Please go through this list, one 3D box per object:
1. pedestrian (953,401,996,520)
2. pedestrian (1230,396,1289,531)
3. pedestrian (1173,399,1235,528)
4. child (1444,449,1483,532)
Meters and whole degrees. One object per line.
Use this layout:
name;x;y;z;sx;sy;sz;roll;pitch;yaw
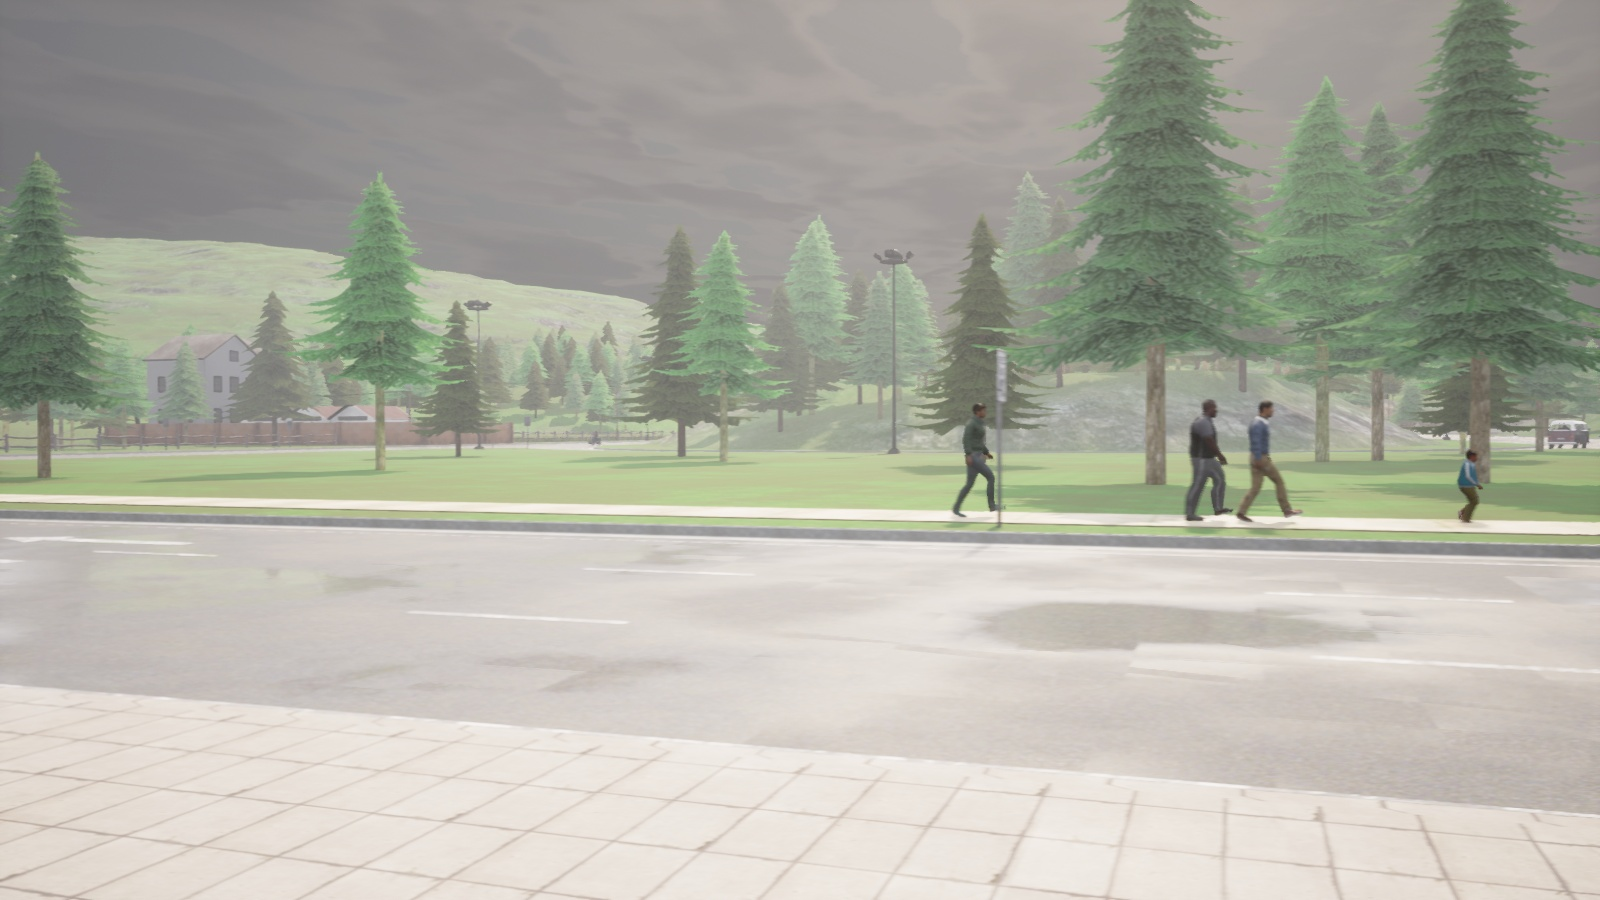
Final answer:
pedestrian;2.754;0.158;19.819;0.614;1.847;0.353;1;1;18
pedestrian;6.747;0.195;18.441;0.788;1.949;0.423;1;1;19
pedestrian;6.006;0.189;18.676;0.849;1.883;0.563;1;1;19
child;9.685;0.588;18.336;0.448;1.192;0.343;1;1;19
